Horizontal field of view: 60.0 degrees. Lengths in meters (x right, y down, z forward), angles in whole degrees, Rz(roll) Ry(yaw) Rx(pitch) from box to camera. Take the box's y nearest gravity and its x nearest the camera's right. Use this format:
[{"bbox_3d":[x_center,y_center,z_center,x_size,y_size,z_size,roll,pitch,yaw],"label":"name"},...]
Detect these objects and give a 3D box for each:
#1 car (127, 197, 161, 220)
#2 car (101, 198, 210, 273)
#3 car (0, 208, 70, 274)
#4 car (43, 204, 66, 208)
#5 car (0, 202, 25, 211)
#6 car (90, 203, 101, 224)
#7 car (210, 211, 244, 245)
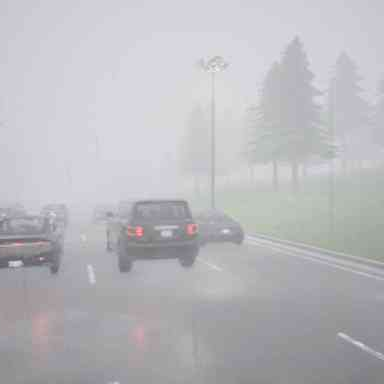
[{"bbox_3d":[-4.315,1.332,29.216,2.097,1.767,4.553,0,0,-19],"label":"car"},{"bbox_3d":[-1.568,1.207,11.097,2.150,2.045,5.566,0,-1,-20],"label":"car"},{"bbox_3d":[-4.958,1.485,10.157,2.128,1.511,4.902,0,0,-19],"label":"car"},{"bbox_3d":[-9.826,1.532,23.768,2.033,1.411,5.357,0,0,-19],"label":"car"},{"bbox_3d":[-14.491,1.508,26.502,1.812,1.442,4.674,0,0,-20],"label":"car"},{"bbox_3d":[-6.530,1.531,24.945,2.033,1.411,5.357,0,0,-19],"label":"car"},{"bbox_3d":[0.679,1.552,15.238,1.994,1.385,4.181,0,0,-19],"label":"car"}]
